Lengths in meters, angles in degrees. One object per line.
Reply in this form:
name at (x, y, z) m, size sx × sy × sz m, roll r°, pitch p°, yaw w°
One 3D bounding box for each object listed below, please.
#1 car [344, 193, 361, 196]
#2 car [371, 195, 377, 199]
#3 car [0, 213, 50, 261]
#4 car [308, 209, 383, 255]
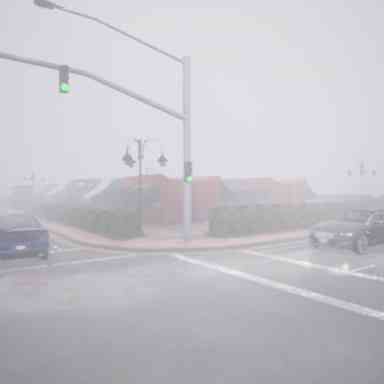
car at (24.714, 1.056, 52.568) m, size 1.932 × 1.855 × 4.605 m, roll 0°, pitch 0°, yaw -35°
car at (29.249, 1.283, 55.817) m, size 1.970 × 1.475 × 3.806 m, roll 0°, pitch 0°, yaw -35°
car at (-6.494, 1.500, 11.888) m, size 1.882 × 1.535 × 5.008 m, roll 0°, pitch 0°, yaw -35°
car at (6.549, 1.417, 12.976) m, size 4.902 × 1.511 × 2.128 m, roll 0°, pitch 0°, yaw -35°
